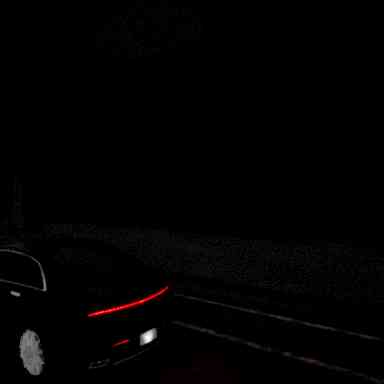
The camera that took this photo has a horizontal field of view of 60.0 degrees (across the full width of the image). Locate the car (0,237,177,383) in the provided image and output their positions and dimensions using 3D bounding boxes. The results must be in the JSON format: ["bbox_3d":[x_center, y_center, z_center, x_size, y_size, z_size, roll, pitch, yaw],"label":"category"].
[{"bbox_3d":[-2.501,1.522,5.465,4.892,1.490,1.837,0,0,36],"label":"car"}]
